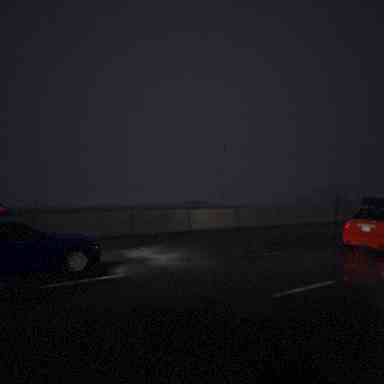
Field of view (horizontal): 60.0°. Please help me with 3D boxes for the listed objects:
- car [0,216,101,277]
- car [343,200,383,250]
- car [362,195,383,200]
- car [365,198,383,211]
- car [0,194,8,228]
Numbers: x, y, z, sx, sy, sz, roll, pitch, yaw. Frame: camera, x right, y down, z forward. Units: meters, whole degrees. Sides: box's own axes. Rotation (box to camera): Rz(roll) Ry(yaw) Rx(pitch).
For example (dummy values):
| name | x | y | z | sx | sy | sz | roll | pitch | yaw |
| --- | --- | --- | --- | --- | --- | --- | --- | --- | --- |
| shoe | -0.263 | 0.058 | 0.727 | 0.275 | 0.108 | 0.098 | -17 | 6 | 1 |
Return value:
| name | x | y | z | sx | sy | sz | roll | pitch | yaw |
| --- | --- | --- | --- | --- | --- | --- | --- | --- | --- |
| car | -4.930 | 1.460 | 8.731 | 5.008 | 1.535 | 1.882 | 0 | 0 | -35 |
| car | 7.979 | 1.322 | 12.838 | 4.553 | 1.767 | 2.097 | 0 | 0 | -31 |
| car | 11.873 | 1.178 | 19.084 | 5.566 | 2.045 | 2.150 | 0 | 0 | -29 |
| car | 23.290 | 1.472 | 40.110 | 4.181 | 1.385 | 1.994 | 0 | 0 | -22 |
| car | -14.146 | 1.184 | 19.615 | 5.566 | 2.045 | 2.150 | 0 | 0 | -35 |
